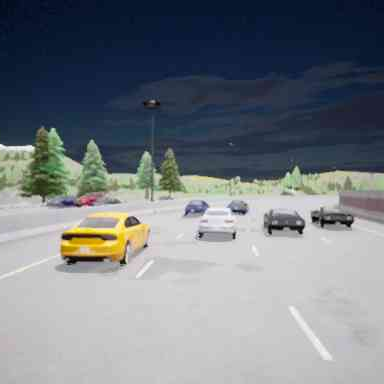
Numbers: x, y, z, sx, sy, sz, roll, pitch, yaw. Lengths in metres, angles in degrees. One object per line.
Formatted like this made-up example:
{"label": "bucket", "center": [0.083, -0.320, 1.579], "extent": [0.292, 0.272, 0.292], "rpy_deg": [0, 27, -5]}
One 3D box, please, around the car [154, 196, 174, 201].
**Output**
{"label": "car", "center": [-4.405, 1.441, 52.271], "extent": [1.837, 1.490, 4.892], "rpy_deg": [0, 0, 21]}

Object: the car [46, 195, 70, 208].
{"label": "car", "center": [-17.722, 1.252, 45.488], "extent": [2.097, 1.767, 4.553], "rpy_deg": [0, 0, 17]}

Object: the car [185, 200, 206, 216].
{"label": "car", "center": [0.576, 1.496, 32.052], "extent": [1.812, 1.442, 4.674], "rpy_deg": [0, 0, 13]}

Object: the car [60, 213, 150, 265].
{"label": "car", "center": [-2.767, 1.458, 11.681], "extent": [1.882, 1.535, 5.008], "rpy_deg": [0, 0, 5]}

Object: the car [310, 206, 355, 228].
{"label": "car", "center": [9.215, 1.608, 22.279], "extent": [1.895, 1.301, 4.718], "rpy_deg": [0, 0, 10]}

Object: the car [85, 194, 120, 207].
{"label": "car", "center": [-11.127, 1.415, 43.150], "extent": [2.128, 1.511, 4.902], "rpy_deg": [0, 0, 17]}

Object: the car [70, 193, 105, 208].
{"label": "car", "center": [-13.871, 1.136, 46.186], "extent": [2.150, 2.045, 5.566], "rpy_deg": [0, 0, 17]}

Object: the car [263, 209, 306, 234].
{"label": "car", "center": [5.153, 1.598, 19.161], "extent": [1.895, 1.301, 4.718], "rpy_deg": [0, 0, 8]}

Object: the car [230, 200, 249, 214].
{"label": "car", "center": [4.806, 1.545, 34.521], "extent": [1.994, 1.385, 4.181], "rpy_deg": [0, 0, 14]}

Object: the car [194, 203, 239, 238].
{"label": "car", "center": [1.422, 1.513, 17.583], "extent": [1.812, 1.442, 4.674], "rpy_deg": [0, 0, 8]}
